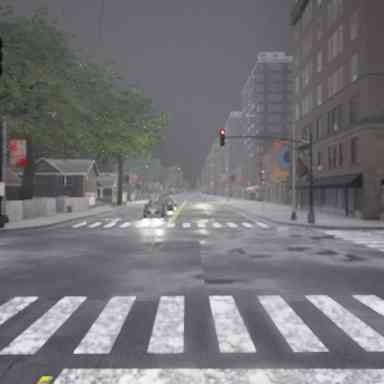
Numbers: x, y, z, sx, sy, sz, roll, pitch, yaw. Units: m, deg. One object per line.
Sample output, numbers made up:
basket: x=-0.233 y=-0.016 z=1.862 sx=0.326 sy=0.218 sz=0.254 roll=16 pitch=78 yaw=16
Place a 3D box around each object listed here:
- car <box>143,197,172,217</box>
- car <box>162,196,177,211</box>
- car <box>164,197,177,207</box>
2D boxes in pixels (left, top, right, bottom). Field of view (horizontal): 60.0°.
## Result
car: x=-3.315 y=1.466 z=30.610 sx=2.128 sy=1.511 sz=4.902 roll=0 pitch=0 yaw=0
car: x=-3.302 y=1.322 z=40.345 sx=2.097 sy=1.767 sz=4.553 roll=0 pitch=0 yaw=0
car: x=-3.283 y=1.492 z=51.469 sx=1.812 sy=1.442 sz=4.674 roll=0 pitch=0 yaw=0
